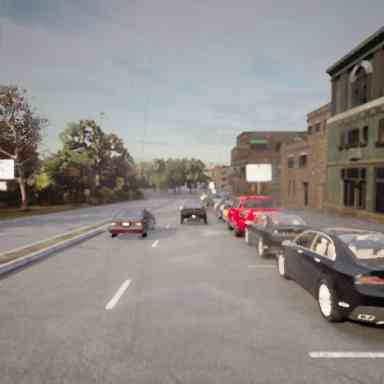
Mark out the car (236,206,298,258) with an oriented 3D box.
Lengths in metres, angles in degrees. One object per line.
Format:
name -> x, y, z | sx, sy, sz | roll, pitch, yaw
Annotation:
car -> 3.243, 1.501, 12.760 | 2.231, 1.521, 4.892 | 0, 0, 0

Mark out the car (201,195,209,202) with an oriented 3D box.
car -> 3.326, 1.604, 84.902 | 1.946, 1.575, 5.366 | 0, 0, 0

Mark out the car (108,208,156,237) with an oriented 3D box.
car -> -3.127, 1.575, 18.212 | 2.033, 1.411, 5.357 | 0, 0, 0

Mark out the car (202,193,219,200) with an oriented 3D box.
car -> 3.286, 1.306, 51.469 | 2.435, 2.045, 5.566 | 0, 0, 0

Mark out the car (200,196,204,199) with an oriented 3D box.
car -> 0.150, 1.610, 42.386 | 2.033, 1.411, 5.357 | 0, 0, 0

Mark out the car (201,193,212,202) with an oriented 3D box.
car -> 3.317, 1.347, 79.094 | 2.435, 2.045, 5.566 | 0, 0, 0

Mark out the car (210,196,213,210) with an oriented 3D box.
car -> 3.267, 1.530, 35.176 | 1.946, 1.575, 5.366 | 0, 0, 0

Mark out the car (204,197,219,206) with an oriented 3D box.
car -> 3.292, 1.566, 56.959 | 2.231, 1.521, 4.892 | 0, 0, 0

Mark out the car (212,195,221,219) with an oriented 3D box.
car -> 3.260, 1.399, 29.435 | 2.185, 1.767, 4.553 | 0, 0, 0

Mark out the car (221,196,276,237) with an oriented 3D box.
car -> 3.248, 1.257, 18.444 | 2.435, 2.045, 5.566 | 0, 0, 0

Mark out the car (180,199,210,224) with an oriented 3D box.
car -> 0.131, 1.515, 25.168 | 1.882, 1.535, 5.008 | 0, 0, 0

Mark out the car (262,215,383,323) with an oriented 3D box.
car -> 3.234, 1.492, 7.234 | 2.231, 1.521, 4.892 | 0, 0, 0
